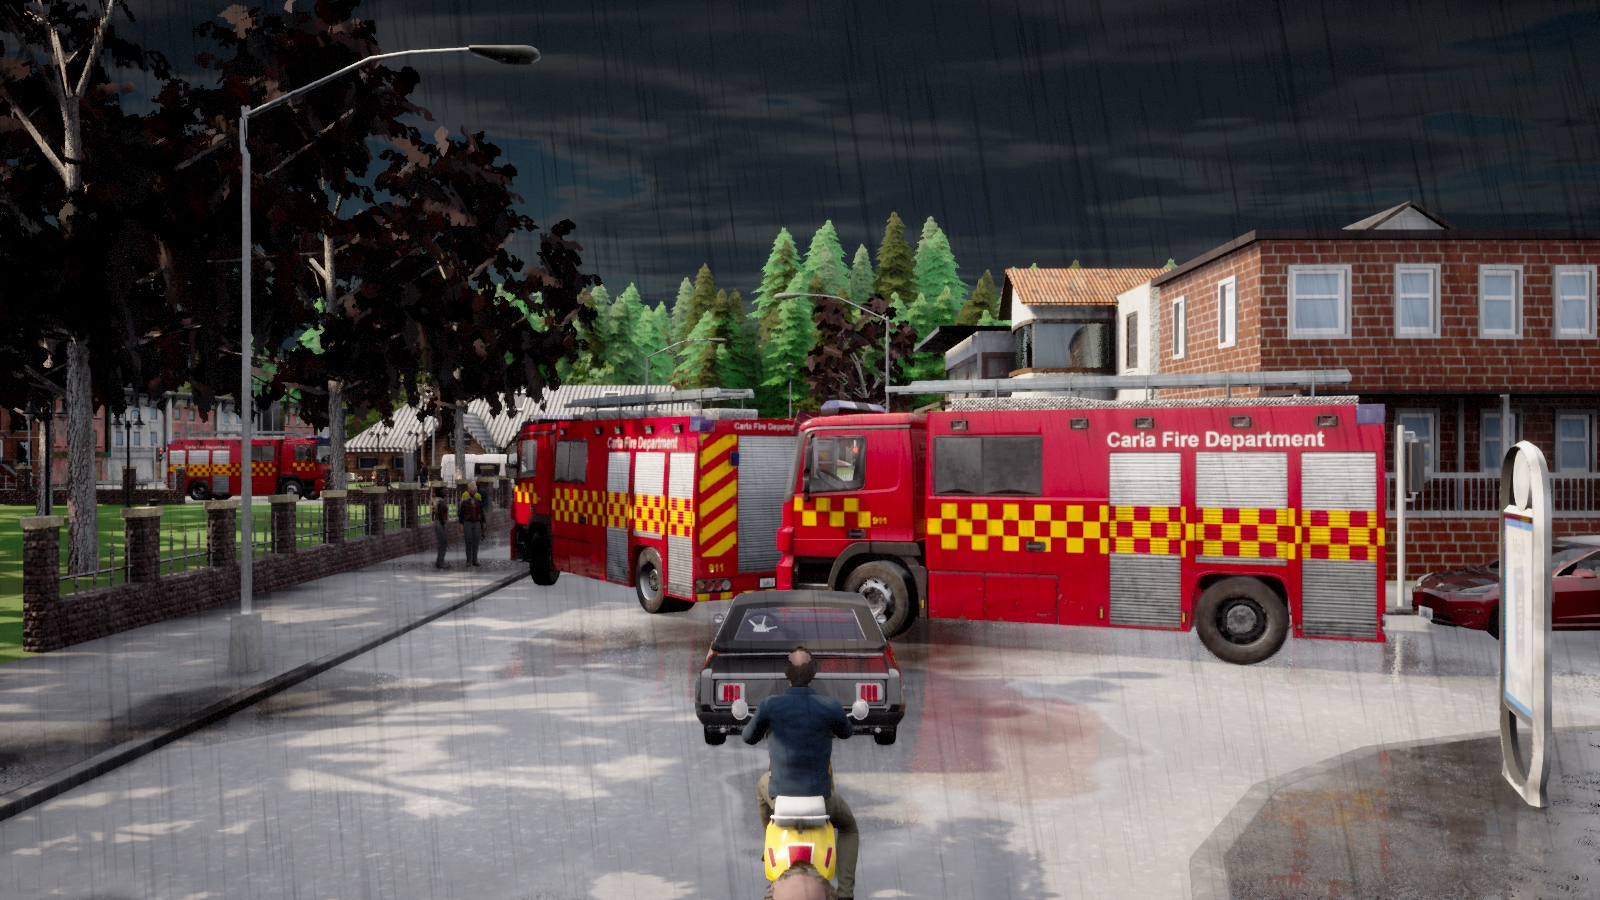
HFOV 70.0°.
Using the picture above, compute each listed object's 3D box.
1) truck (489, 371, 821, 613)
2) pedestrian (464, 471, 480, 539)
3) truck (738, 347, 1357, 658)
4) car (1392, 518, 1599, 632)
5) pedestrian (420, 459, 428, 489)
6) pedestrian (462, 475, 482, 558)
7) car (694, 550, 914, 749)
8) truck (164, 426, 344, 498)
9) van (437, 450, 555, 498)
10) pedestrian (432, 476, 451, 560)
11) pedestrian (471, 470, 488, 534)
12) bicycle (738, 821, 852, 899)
[{"bbox_3d":[-3.230,0.662,22.435,2.891,3.827,8.468,0,0,-34],"label":"truck"},{"bbox_3d":[-9.090,1.513,31.669,0.375,1.860,0.375,0,0,-5],"label":"pedestrian"},{"bbox_3d":[3.516,0.662,17.057,8.468,3.827,2.891,0,0,23],"label":"truck"},{"bbox_3d":[11.921,1.835,17.293,4.792,1.488,2.163,0,0,0],"label":"car"},{"bbox_3d":[-23.202,1.496,70.432,0.375,1.860,0.375,0,0,0],"label":"pedestrian"},{"bbox_3d":[-7.486,1.514,26.081,0.375,1.860,0.375,0,0,-29],"label":"pedestrian"},{"bbox_3d":[0.033,1.930,12.217,1.895,1.301,4.718,0,0,0],"label":"car"},{"bbox_3d":[-29.853,0.645,62.699,8.468,3.827,2.891,0,0,1],"label":"truck"},{"bbox_3d":[-16.613,1.289,62.612,5.915,2.561,1.988,0,0,0],"label":"van"},{"bbox_3d":[-8.043,1.514,25.663,0.375,1.860,0.375,0,0,-13],"label":"pedestrian"},{"bbox_3d":[-9.364,1.511,33.381,0.375,1.860,0.375,0,0,0],"label":"pedestrian"},{"bbox_3d":[-0.015,1.938,3.086,0.329,1.271,1.835,0,0,0],"label":"bicycle"}]
